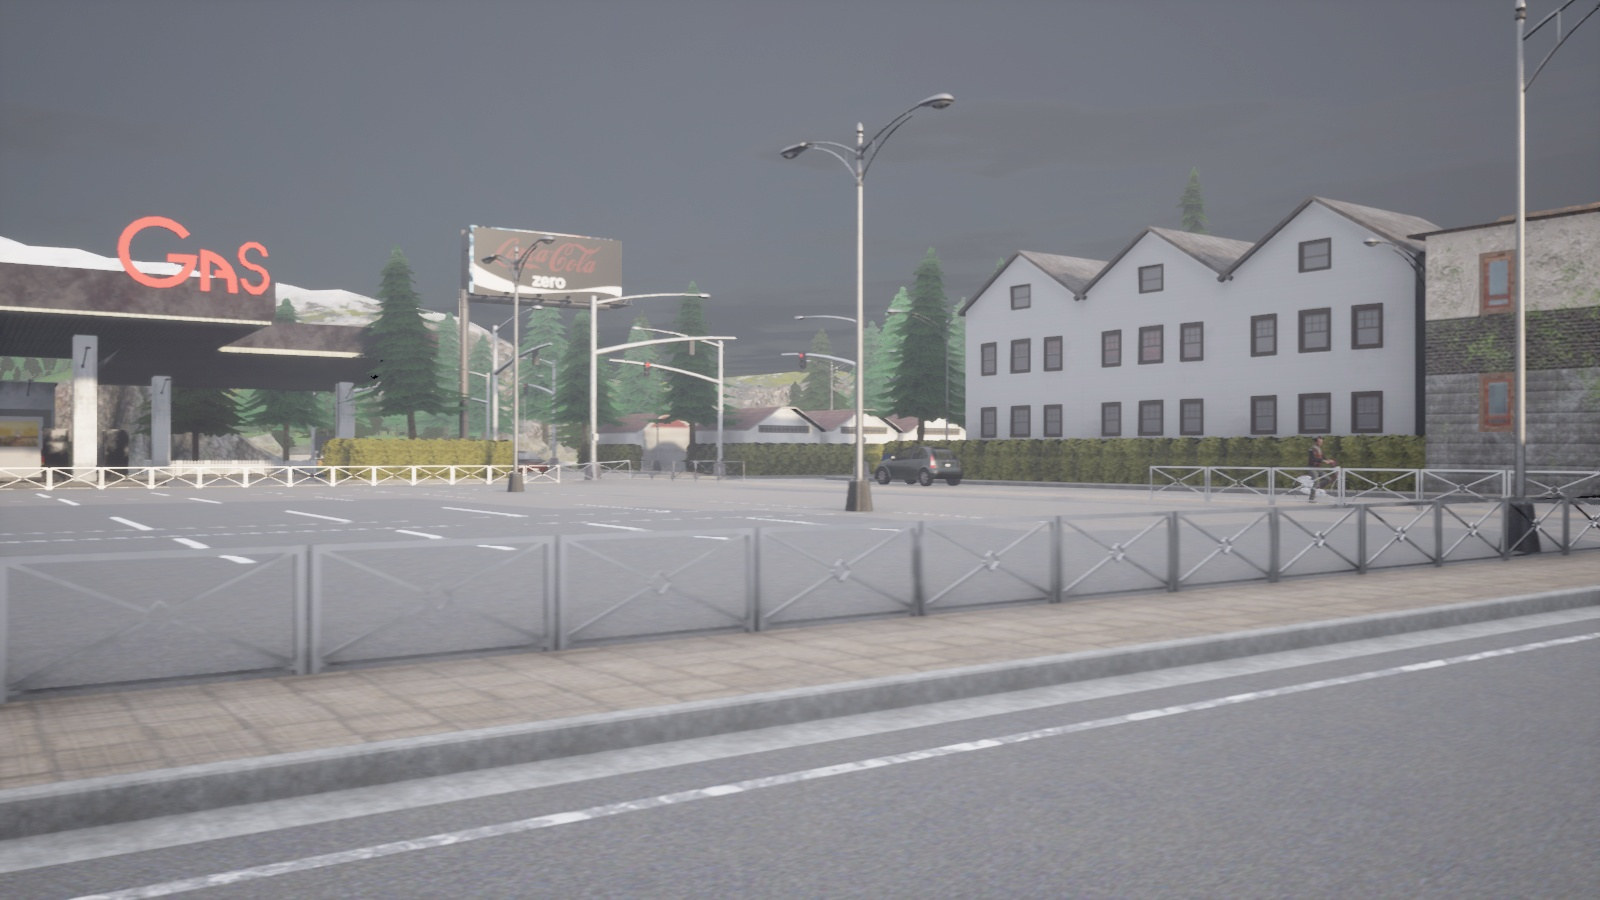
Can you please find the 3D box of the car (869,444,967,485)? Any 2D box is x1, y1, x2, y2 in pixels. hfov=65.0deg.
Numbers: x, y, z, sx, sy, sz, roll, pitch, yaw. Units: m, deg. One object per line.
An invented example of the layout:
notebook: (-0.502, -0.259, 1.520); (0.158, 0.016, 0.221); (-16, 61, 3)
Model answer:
car: (4.781, 0.583, 51.466); (1.851, 1.617, 3.988); (0, 0, -35)

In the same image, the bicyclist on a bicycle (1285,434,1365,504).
bicyclist on a bicycle: (13.606, 0.490, 32.571); (0.659, 1.776, 1.843); (0, 0, -35)

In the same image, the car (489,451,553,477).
car: (-17.110, 0.865, 76.938); (2.163, 1.488, 4.792); (-1, 0, -35)
